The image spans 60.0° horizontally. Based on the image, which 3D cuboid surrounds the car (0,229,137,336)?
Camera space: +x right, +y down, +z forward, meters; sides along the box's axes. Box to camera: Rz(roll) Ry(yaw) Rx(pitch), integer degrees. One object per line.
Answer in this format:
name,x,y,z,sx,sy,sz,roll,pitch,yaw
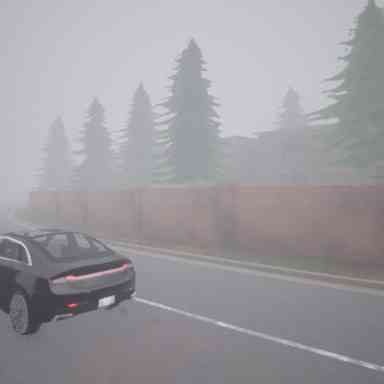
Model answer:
car,-3.209,1.522,6.816,4.902,1.511,2.128,0,0,40
